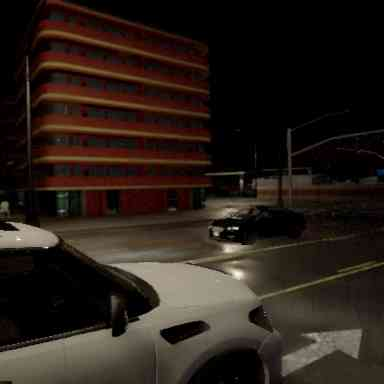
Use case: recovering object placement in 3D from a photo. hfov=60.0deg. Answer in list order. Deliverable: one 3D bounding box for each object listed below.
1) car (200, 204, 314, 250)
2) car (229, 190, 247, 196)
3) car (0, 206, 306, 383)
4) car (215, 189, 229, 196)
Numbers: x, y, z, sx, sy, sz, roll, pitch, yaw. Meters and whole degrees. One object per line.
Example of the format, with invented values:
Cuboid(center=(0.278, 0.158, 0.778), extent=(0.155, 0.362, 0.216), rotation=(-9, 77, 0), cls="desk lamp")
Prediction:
Cuboid(center=(2.965, 1.383, 14.692), extent=(4.902, 1.511, 2.128), rotation=(-1, 0, -35), cls="car")
Cuboid(center=(12.322, 0.250, 85.967), extent=(3.806, 1.475, 1.970), rotation=(-2, 1, -35), cls="car")
Cuboid(center=(-1.774, 1.221, 2.479), extent=(5.566, 2.045, 2.150), rotation=(0, 0, -36), cls="car")
Cuboid(center=(8.343, 0.111, 90.181), extent=(4.611, 1.667, 2.242), rotation=(-2, 1, -35), cls="car")
